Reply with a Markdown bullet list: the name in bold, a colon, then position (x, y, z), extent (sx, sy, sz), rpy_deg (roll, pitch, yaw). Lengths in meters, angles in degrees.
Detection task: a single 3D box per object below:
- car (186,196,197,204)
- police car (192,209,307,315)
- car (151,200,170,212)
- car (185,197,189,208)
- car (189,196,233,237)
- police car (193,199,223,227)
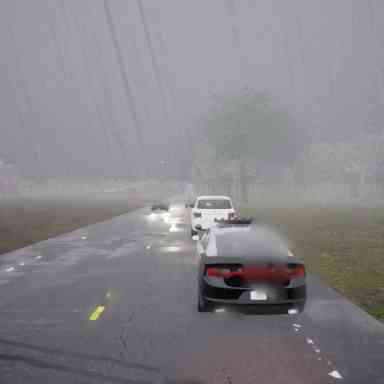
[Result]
- **car**: position (-0.058, 1.482, 60.432), extent (1.895, 1.301, 4.718), rpy_deg (0, 0, 0)
- **police car**: position (1.043, 1.421, 7.811), extent (1.930, 1.638, 5.238), rpy_deg (0, 0, 0)
- **car**: position (-3.538, 1.556, 37.606), extent (1.895, 1.301, 4.718), rpy_deg (0, 0, 0)
- **car**: position (-0.002, 1.480, 45.574), extent (2.033, 1.411, 5.357), rpy_deg (0, 0, 1)
- **car**: position (1.034, 1.213, 17.732), extent (2.150, 2.045, 5.566), rpy_deg (0, 0, 0)
- **police car**: position (1.028, 1.407, 23.814), extent (1.930, 1.638, 5.238), rpy_deg (0, 0, 0)
